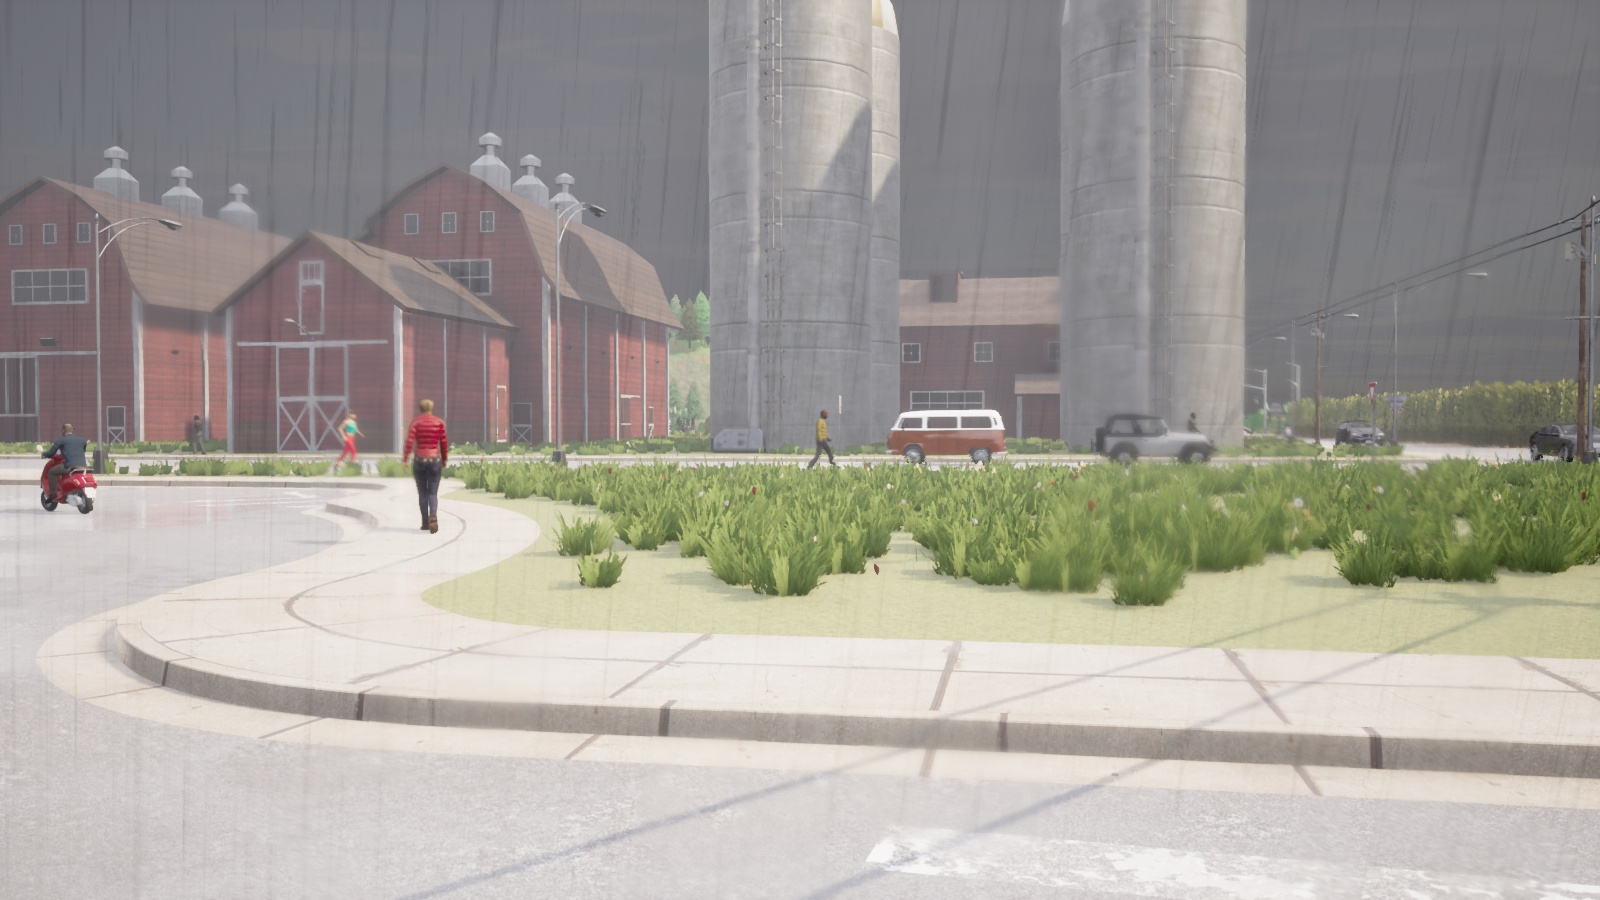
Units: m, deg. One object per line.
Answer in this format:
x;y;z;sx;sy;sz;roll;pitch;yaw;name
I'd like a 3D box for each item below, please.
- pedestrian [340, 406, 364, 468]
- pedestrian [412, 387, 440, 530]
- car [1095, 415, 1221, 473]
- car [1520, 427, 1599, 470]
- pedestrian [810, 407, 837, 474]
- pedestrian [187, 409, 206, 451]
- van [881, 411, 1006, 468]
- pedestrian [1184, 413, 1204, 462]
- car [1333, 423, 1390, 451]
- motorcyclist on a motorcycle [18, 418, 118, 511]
-13.282;-0.393;37.246;0.594;1.836;0.345;0;1;7;pedestrian
-4.931;0.099;16.565;0.331;1.846;0.636;0;1;-18;pedestrian
11.928;-0.219;42.036;3.866;1.878;1.905;1;1;10;car
29.652;-0.093;48.068;2.128;1.511;4.902;1;1;11;car
0.651;-0.269;35.002;0.726;1.835;0.370;0;1;3;pedestrian
-27.702;-0.914;57.660;0.666;1.930;0.402;0;1;-1;pedestrian
5.370;-0.428;46.700;4.480;2.038;2.069;1;1;10;van
15.564;-0.503;49.607;0.692;1.930;0.395;1;1;15;pedestrian
35.470;-0.851;79.447;2.242;1.667;4.611;1;1;11;car
-13.023;0.229;22.324;1.817;1.590;0.866;1;2;36;motorcyclist on a motorcycle
